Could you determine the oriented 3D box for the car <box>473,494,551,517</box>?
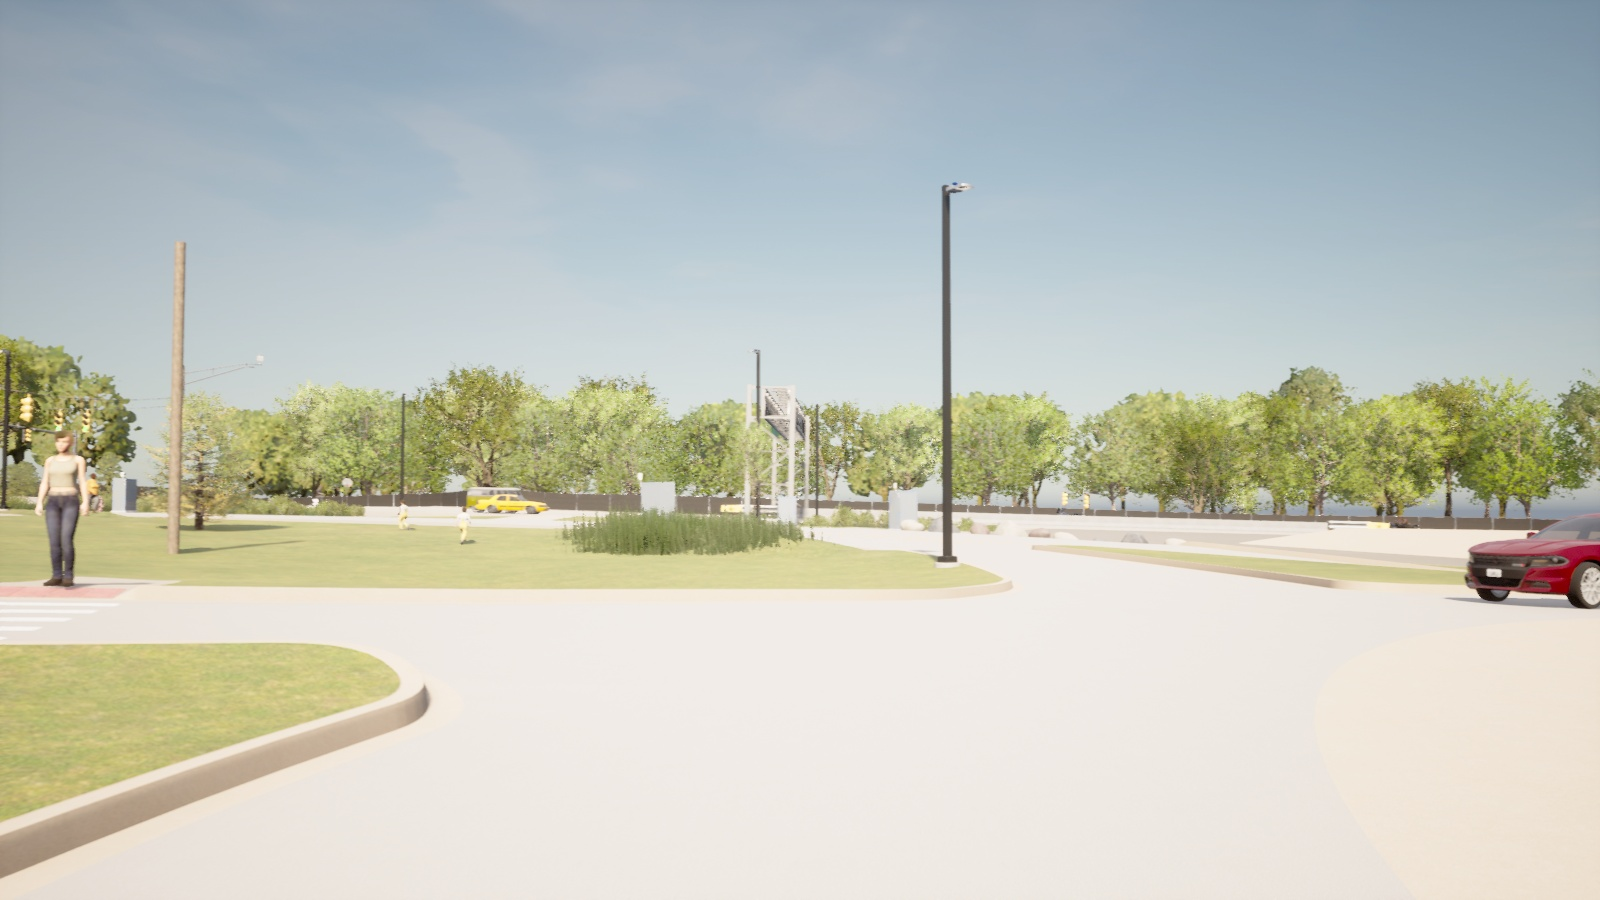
[{"bbox_3d":[-21.496,4.157,93.848,5.366,1.575,1.801,1,-3,2],"label":"car"}]

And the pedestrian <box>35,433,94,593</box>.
[{"bbox_3d":[-8.642,0.737,14.768,0.345,1.836,0.594,0,-3,-6],"label":"pedestrian"}]

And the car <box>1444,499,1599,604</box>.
[{"bbox_3d":[12.990,1.626,20.033,5.008,1.535,1.882,3,-3,-19],"label":"car"}]

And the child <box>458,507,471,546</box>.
[{"bbox_3d":[-10.911,2.488,40.881,0.270,1.263,0.437,-1,-3,6],"label":"child"}]

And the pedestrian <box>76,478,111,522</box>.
[{"bbox_3d":[-29.665,2.102,52.757,0.900,1.855,0.874,-1,-3,15],"label":"pedestrian"}]

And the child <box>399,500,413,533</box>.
[{"bbox_3d":[-15.367,2.591,48.965,0.437,1.263,0.270,-2,-3,23],"label":"child"}]
